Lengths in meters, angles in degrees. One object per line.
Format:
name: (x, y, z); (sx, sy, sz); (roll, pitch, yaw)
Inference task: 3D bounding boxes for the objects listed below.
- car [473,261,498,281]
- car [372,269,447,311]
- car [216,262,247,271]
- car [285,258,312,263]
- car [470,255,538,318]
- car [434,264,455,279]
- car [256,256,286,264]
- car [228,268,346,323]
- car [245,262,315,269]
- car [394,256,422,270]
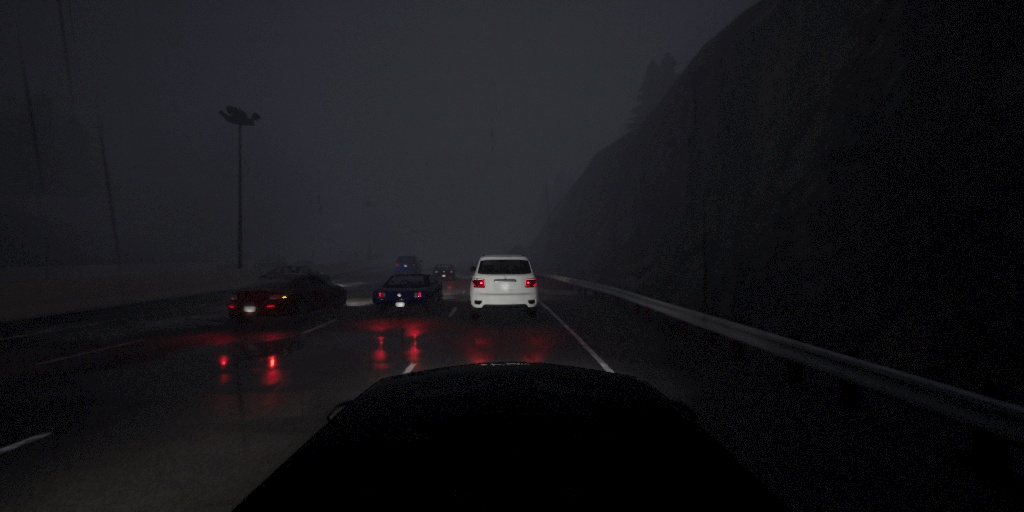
car: (-2.416, 1.259, 31.445); (1.837, 1.490, 4.892); (0, 0, -9)
car: (-3.950, 1.359, 14.411); (1.895, 1.301, 4.718); (0, 0, -4)
car: (-38.545, 1.430, 49.409); (1.895, 1.301, 4.718); (0, 0, -13)
car: (-27.070, 1.283, 46.433); (1.882, 1.535, 5.008); (0, 0, -13)
car: (-0.366, 0.972, 13.256); (2.150, 2.045, 5.566); (0, 0, -4)
car: (-6.052, 1.362, 32.173); (1.895, 1.301, 4.718); (0, 0, -9)
car: (-30.455, 1.034, 45.547); (2.150, 2.045, 5.566); (0, 0, -13)
car: (-7.315, 1.291, 12.137); (1.812, 1.442, 4.674); (0, 0, -3)
car: (-11.401, 1.265, 19.129); (2.128, 1.511, 4.902); (0, 0, -6)
car: (-10.125, 0.991, 35.123); (2.150, 2.045, 5.566); (0, 0, -10)
